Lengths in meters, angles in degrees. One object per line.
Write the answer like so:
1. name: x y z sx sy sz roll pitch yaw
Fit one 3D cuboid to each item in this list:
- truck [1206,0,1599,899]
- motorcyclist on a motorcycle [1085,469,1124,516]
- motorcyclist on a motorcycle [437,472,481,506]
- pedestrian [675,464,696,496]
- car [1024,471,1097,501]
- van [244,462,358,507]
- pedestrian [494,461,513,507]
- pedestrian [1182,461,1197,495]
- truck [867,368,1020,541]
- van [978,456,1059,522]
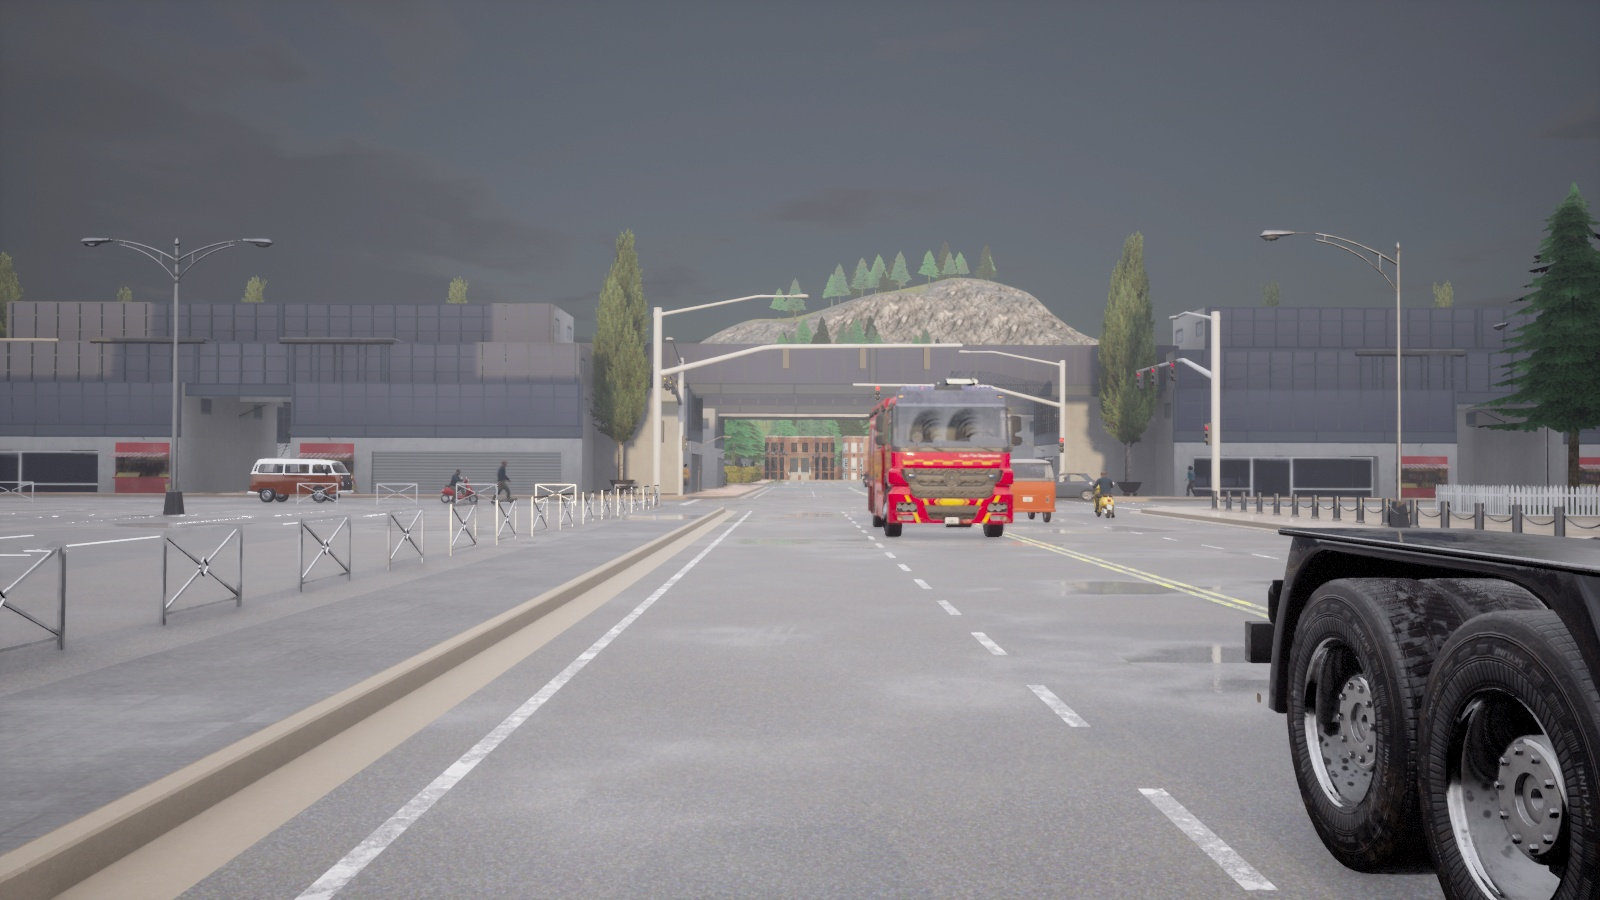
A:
1. truck: 3.496 -0.142 2.332 2.891 3.462 7.936 0 -1 0
2. motorcyclist on a motorcycle: 10.405 1.447 43.000 0.866 1.590 1.817 0 -1 0
3. motorcyclist on a motorcycle: -15.840 1.808 58.317 1.817 1.590 0.866 0 -1 1
4. pedestrian: -6.668 1.724 73.096 0.874 1.855 0.900 -1 -1 25
5. car: 13.761 1.882 66.182 3.633 1.501 1.845 -1 -1 16
6. van: -23.202 1.611 58.494 4.480 2.038 2.069 0 -1 1
7. pedestrian: -11.842 1.362 50.228 0.726 1.842 0.402 0 -1 -10
8. pedestrian: 22.268 1.587 71.790 0.692 1.930 0.396 0 -1 -11
9. truck: 3.415 0.175 32.141 2.891 3.827 8.468 0 -1 0
10. van: 6.910 1.211 40.102 1.775 1.987 4.442 0 -1 0
